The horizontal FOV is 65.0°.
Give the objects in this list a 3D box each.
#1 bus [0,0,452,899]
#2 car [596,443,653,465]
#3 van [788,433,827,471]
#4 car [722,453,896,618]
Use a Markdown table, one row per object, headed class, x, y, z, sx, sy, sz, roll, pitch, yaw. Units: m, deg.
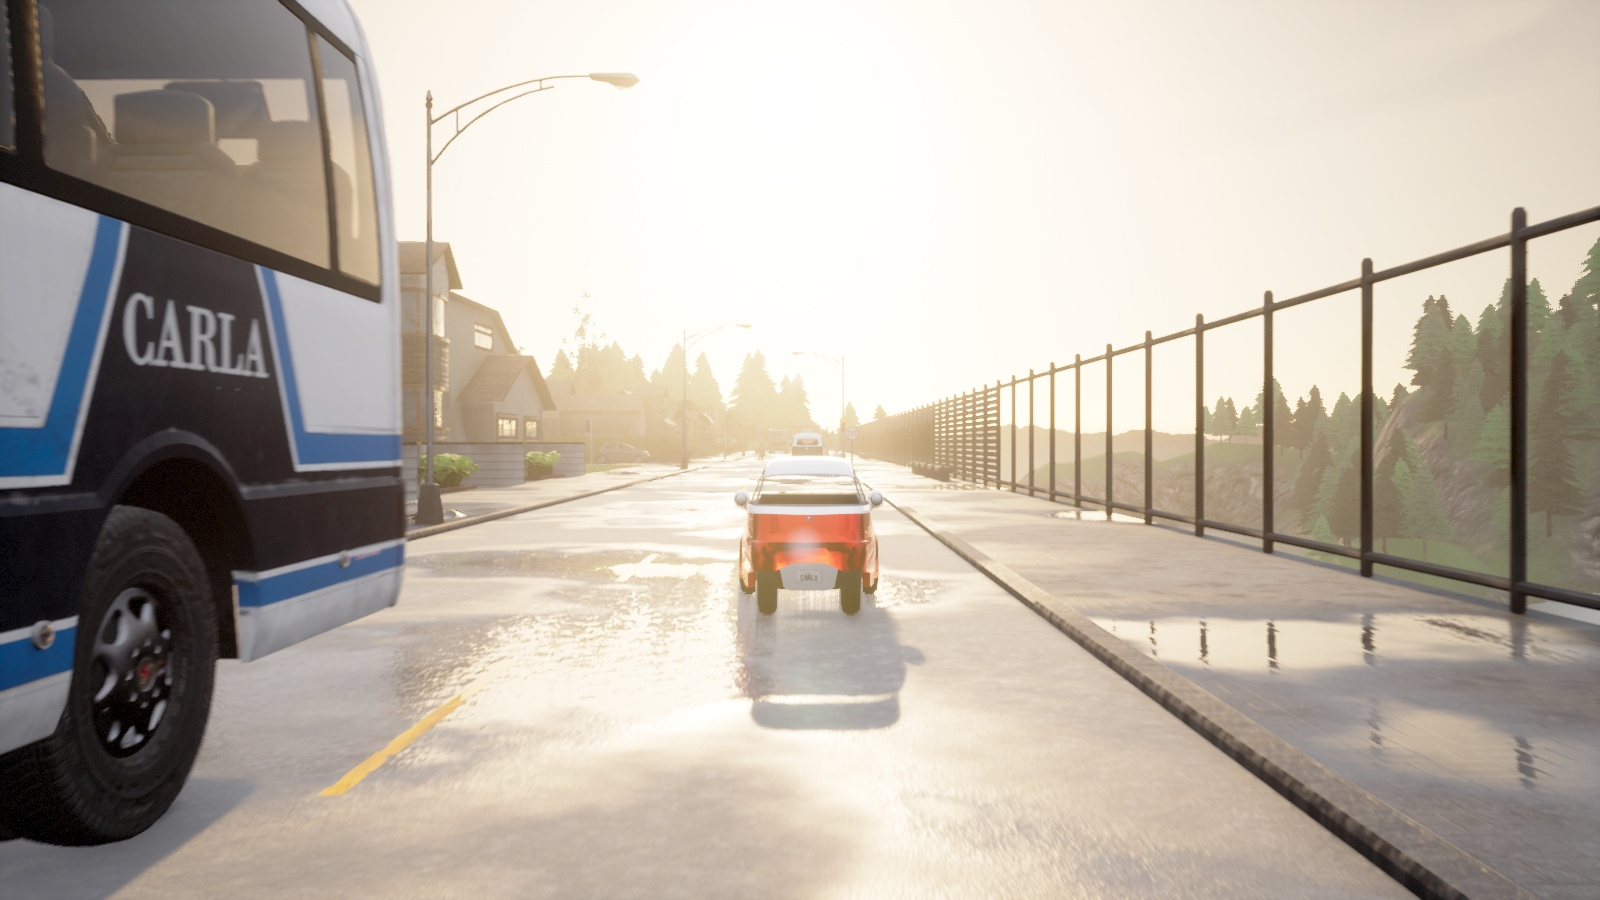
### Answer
| class | x | y | z | sx | sy | sz | roll | pitch | yaw |
| --- | --- | --- | --- | --- | --- | --- | --- | --- | --- |
| bus | -3.972 | -0.644 | 1.982 | 3.944 | 4.253 | 10.273 | 0 | 0 | 0 |
| car | -12.148 | 0.260 | 87.114 | 3.633 | 1.501 | 1.845 | 0 | 0 | 1 |
| van | 0.408 | 0.081 | 69.012 | 2.069 | 2.038 | 4.480 | 0 | 0 | 0 |
| car | 0.082 | 0.735 | 11.805 | 1.481 | 1.376 | 2.207 | 0 | 1 | 0 |
